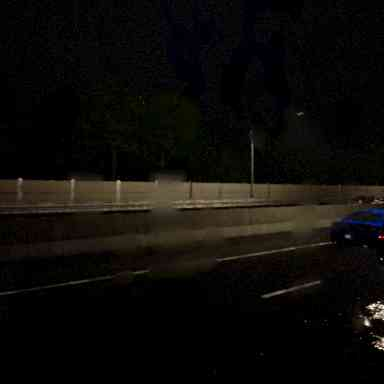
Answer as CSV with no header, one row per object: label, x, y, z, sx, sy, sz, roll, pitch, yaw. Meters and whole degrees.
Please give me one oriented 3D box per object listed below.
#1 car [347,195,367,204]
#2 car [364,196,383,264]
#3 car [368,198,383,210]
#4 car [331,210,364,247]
car,23.859,1.281,46.755,4.553,1.767,2.097,0,0,-35
car,7.162,1.200,8.882,5.566,2.045,2.150,1,0,-35
car,25.047,1.532,43.316,4.718,1.301,1.895,0,0,-35
car,7.701,1.457,13.557,5.008,1.535,1.882,0,0,-35
